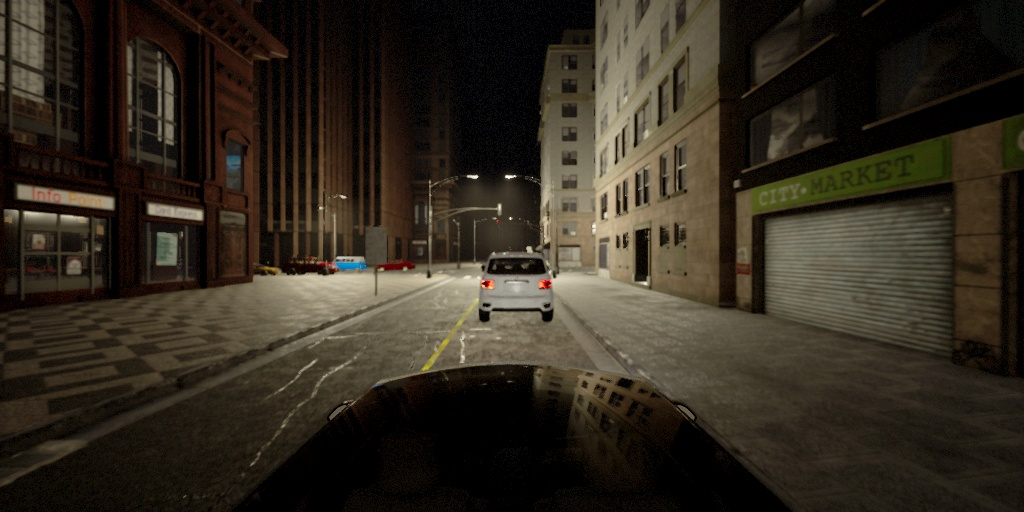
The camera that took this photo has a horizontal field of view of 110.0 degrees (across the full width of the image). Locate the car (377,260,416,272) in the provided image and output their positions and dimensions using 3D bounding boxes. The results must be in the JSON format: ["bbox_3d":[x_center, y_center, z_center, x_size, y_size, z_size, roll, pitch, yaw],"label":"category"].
[{"bbox_3d":[-13.981,1.165,43.452,4.507,1.381,1.888,0,0,0],"label":"car"}]

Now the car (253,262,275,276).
[{"bbox_3d":[-25.080,1.303,34.966,4.829,1.417,1.751,0,0,0],"label":"car"}]

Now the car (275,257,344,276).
[{"bbox_3d":[-19.625,1.025,34.946,5.009,1.841,2.192,0,0,0],"label":"car"}]

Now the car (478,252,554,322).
[{"bbox_3d":[0.102,0.896,12.113,2.150,2.045,5.566,0,0,0],"label":"car"}]

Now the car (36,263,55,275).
[{"bbox_3d":[-47.746,1.598,35.046,4.403,1.370,2.007,0,0,0],"label":"car"}]

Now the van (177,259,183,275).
[{"bbox_3d":[-30.874,1.186,34.986,3.998,1.789,1.690,0,0,0],"label":"van"}]

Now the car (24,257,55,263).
[{"bbox_3d":[-49.722,1.095,37.719,5.566,2.045,2.150,-1,0,0],"label":"car"}]

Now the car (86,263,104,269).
[{"bbox_3d":[-47.724,1.340,43.572,5.009,1.841,2.192,0,0,0],"label":"car"}]

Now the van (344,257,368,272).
[{"bbox_3d":[-19.605,1.028,43.472,3.998,1.789,1.690,0,0,0],"label":"van"}]
